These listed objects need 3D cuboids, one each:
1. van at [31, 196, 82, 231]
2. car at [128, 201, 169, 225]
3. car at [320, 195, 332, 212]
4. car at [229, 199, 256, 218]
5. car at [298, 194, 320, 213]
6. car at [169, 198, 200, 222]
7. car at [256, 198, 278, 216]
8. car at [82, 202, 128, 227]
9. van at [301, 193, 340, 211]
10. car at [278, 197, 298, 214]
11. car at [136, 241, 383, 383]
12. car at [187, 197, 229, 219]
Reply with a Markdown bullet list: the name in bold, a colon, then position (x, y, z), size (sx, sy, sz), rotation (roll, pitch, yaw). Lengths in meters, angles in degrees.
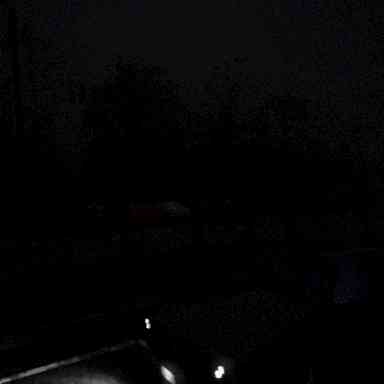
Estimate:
- **van**: position (-8.650, 1.227, 20.674), size (1.878, 1.987, 4.442), rotation (0, 0, -36)
- **car**: position (-4.064, 1.415, 23.807), size (2.097, 1.535, 5.008), rotation (0, 0, -36)
- **car**: position (11.714, 1.324, 35.143), size (2.163, 1.488, 4.792), rotation (0, 0, -36)
- **car**: position (2.701, 1.362, 28.663), size (2.097, 1.535, 5.008), rotation (0, 0, -36)
- **car**: position (9.581, 1.308, 33.351), size (1.946, 1.575, 5.366), rotation (0, 0, -36)
- **car**: position (-1.808, 1.438, 25.425), size (2.002, 1.452, 4.674), rotation (0, 0, -36)
- **car**: position (4.964, 1.346, 30.268), size (2.231, 1.521, 4.892), rotation (0, 0, -36)
- **car**: position (-6.323, 1.474, 22.193), size (2.002, 1.452, 4.674), rotation (0, 0, -36)
- **van**: position (14.054, 1.052, 36.637), size (1.878, 1.987, 4.442), rotation (0, 0, -36)
- **car**: position (7.200, 1.357, 31.911), size (2.163, 1.488, 4.792), rotation (0, 0, -36)
- **car**: position (1.910, 1.516, 5.049), size (5.357, 1.411, 2.033), rotation (-1, 0, -36)
- **car**: position (0.428, 1.254, 27.067), size (2.185, 1.767, 4.553), rotation (0, 0, -36)
